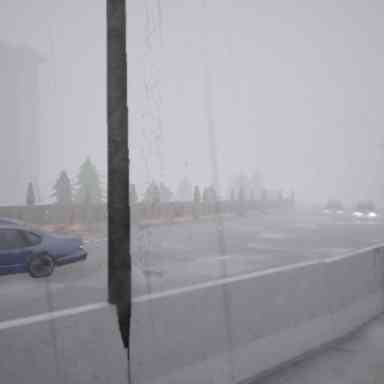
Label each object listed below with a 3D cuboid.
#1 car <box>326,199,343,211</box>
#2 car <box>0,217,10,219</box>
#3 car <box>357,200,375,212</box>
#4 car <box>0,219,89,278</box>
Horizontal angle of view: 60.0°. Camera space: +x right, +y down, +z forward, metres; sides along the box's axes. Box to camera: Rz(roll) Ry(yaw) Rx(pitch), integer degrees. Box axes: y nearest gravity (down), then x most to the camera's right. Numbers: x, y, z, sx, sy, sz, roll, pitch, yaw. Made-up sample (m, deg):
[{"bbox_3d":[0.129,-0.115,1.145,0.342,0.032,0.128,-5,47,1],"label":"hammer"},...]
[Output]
[{"bbox_3d":[18.645,1.631,43.478,1.812,1.442,4.674,-1,0,25],"label":"car"},{"bbox_3d":[-7.691,1.583,11.525,4.674,1.442,1.812,0,0,-37],"label":"car"},{"bbox_3d":[20.888,1.667,40.053,1.895,1.301,4.718,-1,0,27],"label":"car"},{"bbox_3d":[-5.556,1.591,8.711,5.357,1.411,2.033,0,0,-36],"label":"car"}]
